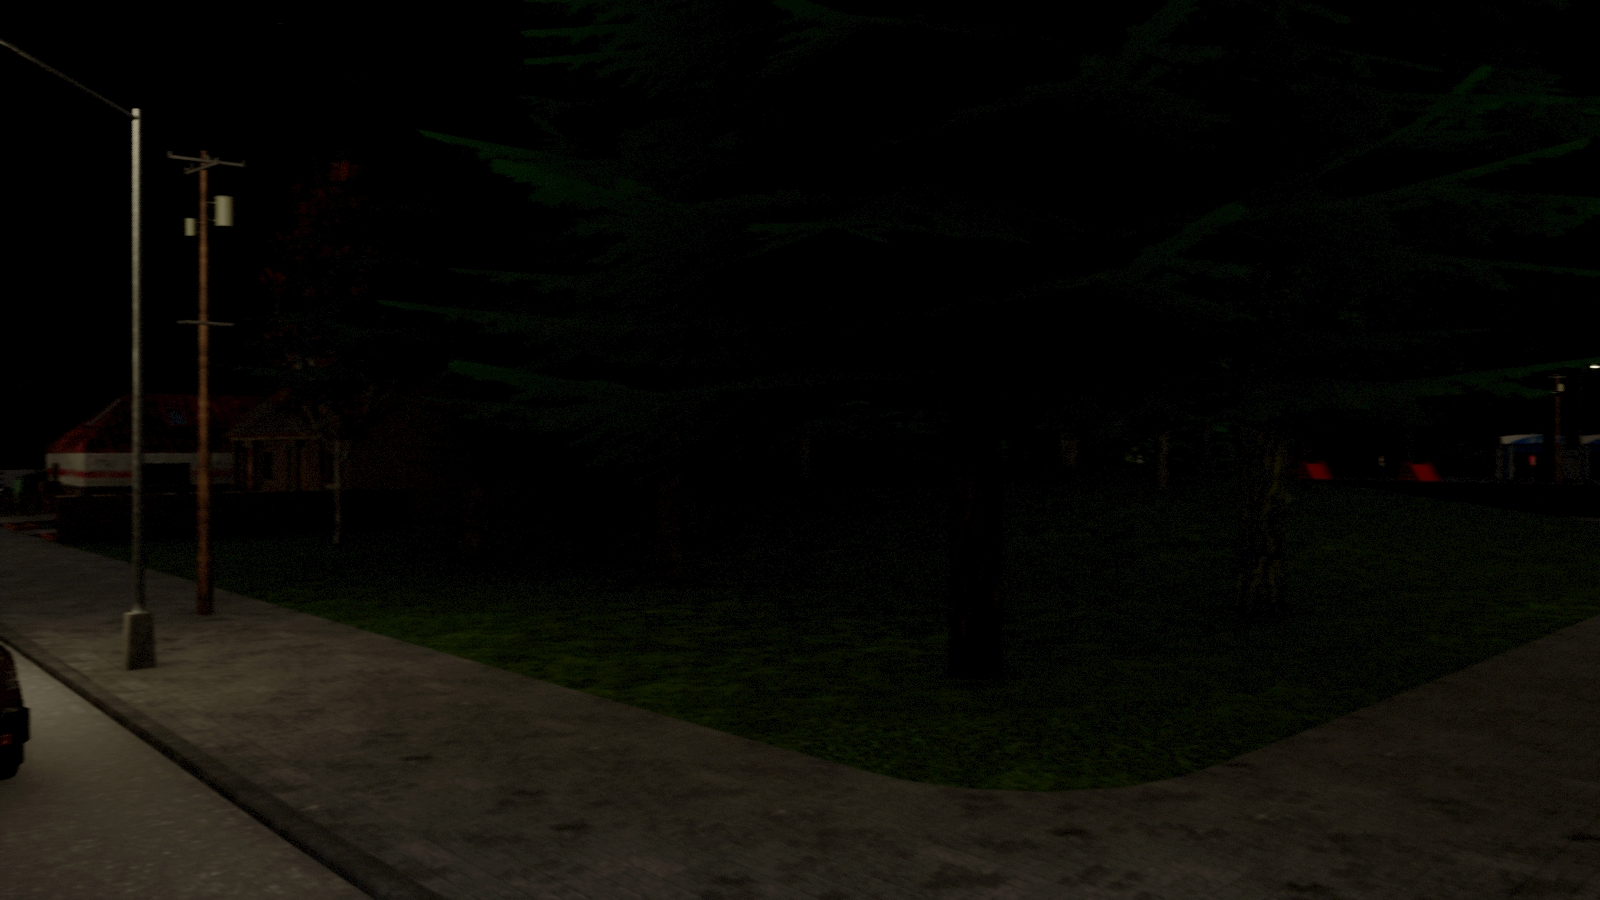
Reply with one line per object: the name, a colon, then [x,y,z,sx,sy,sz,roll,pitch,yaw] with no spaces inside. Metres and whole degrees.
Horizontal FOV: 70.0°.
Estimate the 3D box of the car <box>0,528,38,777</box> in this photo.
car: [-8.376,1.643,10.183,1.932,1.855,4.605,0,0,-43]
